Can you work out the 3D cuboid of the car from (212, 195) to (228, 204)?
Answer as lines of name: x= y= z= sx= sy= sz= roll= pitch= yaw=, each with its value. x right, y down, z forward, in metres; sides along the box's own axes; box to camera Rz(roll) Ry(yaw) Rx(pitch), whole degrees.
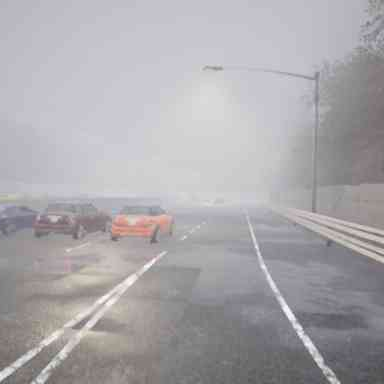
car: x=6.383 y=1.831 z=75.111 sx=2.097 sy=1.767 sz=4.553 roll=2 pitch=0 yaw=8

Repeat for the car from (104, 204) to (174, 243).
car: x=-2.228 y=1.346 z=16.245 sx=2.097 sy=1.767 sz=4.553 roll=2 pitch=0 yaw=8

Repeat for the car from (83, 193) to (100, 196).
car: x=-17.021 y=1.321 z=60.195 sx=2.033 sy=1.411 sz=5.357 roll=2 pitch=0 yaw=8

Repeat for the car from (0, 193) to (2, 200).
car: x=-26.313 y=0.916 z=45.209 sx=1.882 sy=1.535 sz=5.008 roll=2 pitch=0 yaw=9

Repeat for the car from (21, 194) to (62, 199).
car: x=-19.518 y=1.099 z=43.453 sx=1.882 sy=1.535 sz=5.008 roll=2 pitch=0 yaw=9

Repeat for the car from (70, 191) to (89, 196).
car: x=-20.462 y=0.936 z=60.750 sx=2.150 sy=2.045 sz=5.566 roll=2 pitch=0 yaw=8

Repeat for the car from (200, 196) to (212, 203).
car: x=3.776 y=1.907 z=81.480 sx=1.882 sy=1.535 sz=5.008 roll=2 pitch=0 yaw=8

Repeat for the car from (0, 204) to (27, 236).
car: x=-9.186 y=1.329 z=17.046 sx=1.812 sy=1.442 sz=4.674 roll=2 pitch=0 yaw=8

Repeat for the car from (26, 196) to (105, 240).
car: x=-5.713 y=1.250 z=16.594 sx=2.097 sy=1.767 sz=4.553 roll=2 pitch=0 yaw=8

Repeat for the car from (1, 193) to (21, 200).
car: x=-22.765 y=1.085 z=45.259 sx=2.033 sy=1.411 sz=5.357 roll=2 pitch=0 yaw=9

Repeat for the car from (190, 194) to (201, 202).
car: x=0.896 y=1.592 z=85.914 sx=2.150 sy=2.045 sz=5.566 roll=2 pitch=0 yaw=8
